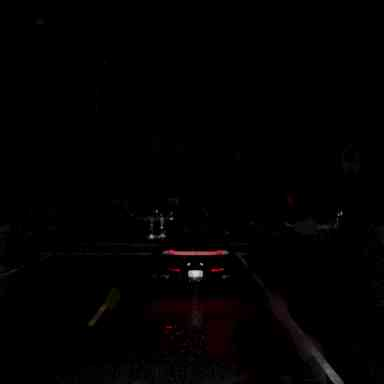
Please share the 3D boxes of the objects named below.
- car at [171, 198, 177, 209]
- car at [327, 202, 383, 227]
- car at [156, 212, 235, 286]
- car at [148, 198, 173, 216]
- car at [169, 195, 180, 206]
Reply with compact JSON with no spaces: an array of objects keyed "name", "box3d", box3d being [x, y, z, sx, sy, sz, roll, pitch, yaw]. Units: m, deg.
[{"name":"car","box3d":[-3.602,1.955,48.738,1.895,1.301,4.718,0,0,0]},{"name":"car","box3d":[12.292,1.545,24.231,4.553,1.767,2.097,0,0,-1]},{"name":"car","box3d":[0.094,1.563,9.608,2.128,1.511,4.902,0,0,0]},{"name":"car","box3d":[-3.604,1.756,36.370,2.128,1.511,4.902,0,0,0]},{"name":"car","box3d":[-3.543,1.697,65.594,2.150,2.045,5.566,0,0,0]}]
